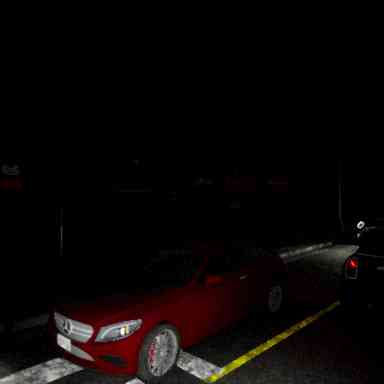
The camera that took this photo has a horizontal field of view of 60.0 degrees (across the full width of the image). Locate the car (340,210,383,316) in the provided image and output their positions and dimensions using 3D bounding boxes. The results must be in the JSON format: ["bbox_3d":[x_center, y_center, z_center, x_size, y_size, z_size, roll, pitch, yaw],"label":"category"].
[{"bbox_3d":[4.772,1.379,6.673,2.097,1.767,4.553,-1,-1,45],"label":"car"}]

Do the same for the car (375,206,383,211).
[{"bbox_3d":[9.192,1.429,15.181,2.097,1.767,4.553,-1,0,45],"label":"car"}]

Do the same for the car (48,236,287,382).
[{"bbox_3d":[0.004,1.556,5.742,1.812,1.442,4.674,-1,-1,42],"label":"car"}]
